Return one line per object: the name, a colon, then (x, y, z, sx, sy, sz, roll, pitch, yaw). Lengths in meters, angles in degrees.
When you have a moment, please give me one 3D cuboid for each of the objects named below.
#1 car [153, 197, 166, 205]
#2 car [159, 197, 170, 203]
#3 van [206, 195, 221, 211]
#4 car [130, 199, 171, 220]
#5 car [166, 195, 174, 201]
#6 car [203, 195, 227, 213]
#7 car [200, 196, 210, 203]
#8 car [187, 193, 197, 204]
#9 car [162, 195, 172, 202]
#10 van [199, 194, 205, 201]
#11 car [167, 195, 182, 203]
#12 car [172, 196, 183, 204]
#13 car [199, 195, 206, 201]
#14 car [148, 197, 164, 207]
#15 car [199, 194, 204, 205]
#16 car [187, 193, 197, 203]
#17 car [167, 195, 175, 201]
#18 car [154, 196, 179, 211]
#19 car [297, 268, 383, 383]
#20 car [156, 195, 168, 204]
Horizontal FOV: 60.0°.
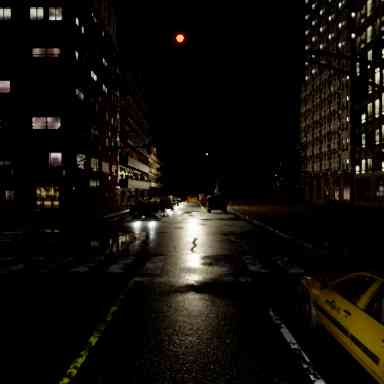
car: (-5.696, 1.582, 58.477, 1.887, 1.381, 4.507, 0, 0, 0)
car: (-5.696, 1.637, 69.532, 1.802, 1.307, 4.206, 0, 0, 0)
van: (2.684, 1.357, 41.898, 1.690, 1.788, 3.998, 0, 0, 0)
car: (-3.490, 1.554, 28.572, 2.033, 1.411, 5.357, 0, 0, 6)
car: (-5.696, 1.611, 85.941, 1.752, 1.417, 4.829, 0, 0, 0)
car: (2.684, 1.326, 36.372, 2.192, 1.841, 5.009, 0, 0, 0)
car: (2.684, 1.600, 69.532, 1.887, 1.381, 4.507, 0, 0, 0)
car: (0.098, 1.526, 65.386, 1.882, 1.535, 5.008, 0, 0, 0)
car: (-5.697, 1.505, 75.058, 1.967, 1.590, 4.097, 0, 0, 0)
van: (2.682, 1.439, 91.637, 1.690, 1.788, 3.998, 0, 0, 0)
car: (-3.060, 1.523, 53.976, 2.128, 1.511, 4.902, 0, 0, 0)
car: (-3.002, 1.625, 69.329, 2.033, 1.411, 5.357, 0, 0, 0)
car: (2.684, 1.611, 86.281, 1.752, 1.417, 4.829, 0, 0, 0)
car: (-5.695, 1.580, 52.951, 2.008, 1.369, 4.403, 0, 0, 0)
car: (2.683, 1.353, 58.478, 2.192, 1.841, 5.009, 0, 0, 0)
car: (0.000, 1.291, 75.861, 2.150, 2.045, 5.566, 0, 0, 0)
car: (-5.697, 1.642, 91.637, 1.887, 1.381, 4.507, 0, 0, 0)
car: (-3.093, 1.562, 40.741, 2.033, 1.411, 5.357, 0, 0, 0)
car: (2.686, 1.525, 4.129, 1.752, 1.417, 4.829, 0, 0, 0)
car: (-5.697, 1.487, 64.005, 1.967, 1.590, 4.097, 0, 0, 0)
